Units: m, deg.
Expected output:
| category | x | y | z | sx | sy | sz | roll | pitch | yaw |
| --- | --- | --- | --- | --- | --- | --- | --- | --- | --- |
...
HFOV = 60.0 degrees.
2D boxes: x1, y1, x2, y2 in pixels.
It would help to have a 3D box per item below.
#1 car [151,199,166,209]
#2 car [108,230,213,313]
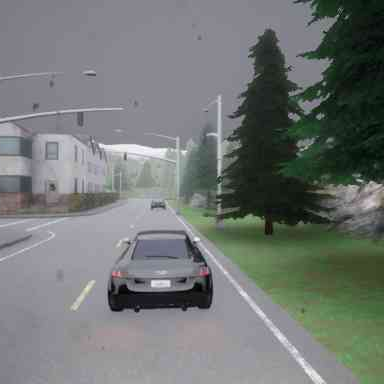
| category | x | y | z | sx | sy | sz | roll | pitch | yaw |
| --- | --- | --- | --- | --- | --- | --- | --- | --- | --- |
| car | -4.459 | 1.600 | 43.757 | 1.895 | 1.301 | 4.718 | 0 | 0 | -6 |
| car | -0.703 | 1.564 | 7.782 | 1.994 | 1.385 | 4.181 | 0 | 0 | -5 |
